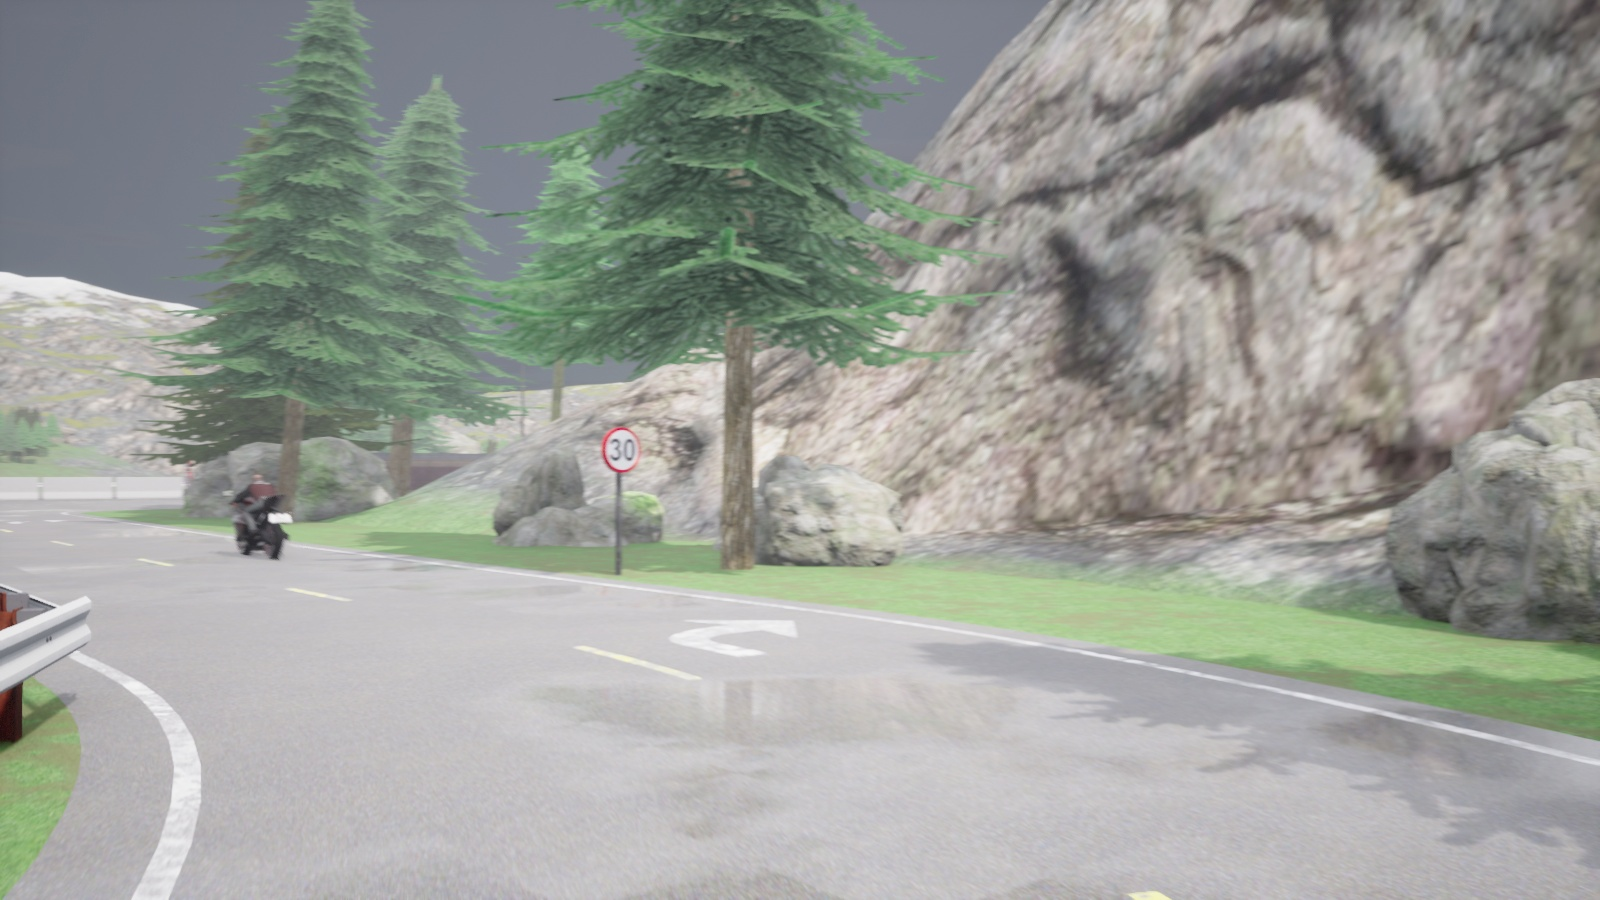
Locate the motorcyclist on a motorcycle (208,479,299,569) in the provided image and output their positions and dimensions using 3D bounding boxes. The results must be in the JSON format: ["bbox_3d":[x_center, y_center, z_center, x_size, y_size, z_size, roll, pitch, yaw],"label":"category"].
[{"bbox_3d":[-9.886,1.296,22.680,0.866,1.530,2.191,1,-1,-42],"label":"motorcyclist on a motorcycle"}]
